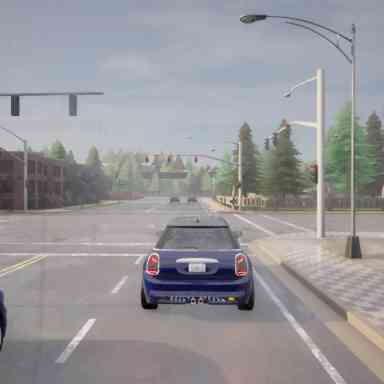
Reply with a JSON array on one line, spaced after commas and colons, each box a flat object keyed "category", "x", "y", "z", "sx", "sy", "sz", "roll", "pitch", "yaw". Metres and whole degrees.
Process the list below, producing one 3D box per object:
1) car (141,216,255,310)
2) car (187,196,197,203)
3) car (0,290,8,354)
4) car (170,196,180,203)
[{"category": "car", "x": 0.158, "y": 1.352, "z": 7.976, "sx": 2.097, "sy": 1.767, "sz": 4.553, "roll": 0, "pitch": 0, "yaw": 2}, {"category": "car", "x": 0.037, "y": 1.505, "z": 68.264, "sx": 1.837, "sy": 1.490, "sz": 4.892, "roll": 0, "pitch": 0, "yaw": 0}, {"category": "car", "x": -3.441, "y": 1.478, "z": 2.522, "sx": 1.882, "sy": 1.535, "sz": 5.008, "roll": 0, "pitch": 0, "yaw": 0}, {"category": "car", "x": -3.463, "y": 1.505, "z": 68.266, "sx": 1.837, "sy": 1.490, "sz": 4.892, "roll": 0, "pitch": 0, "yaw": 0}]
